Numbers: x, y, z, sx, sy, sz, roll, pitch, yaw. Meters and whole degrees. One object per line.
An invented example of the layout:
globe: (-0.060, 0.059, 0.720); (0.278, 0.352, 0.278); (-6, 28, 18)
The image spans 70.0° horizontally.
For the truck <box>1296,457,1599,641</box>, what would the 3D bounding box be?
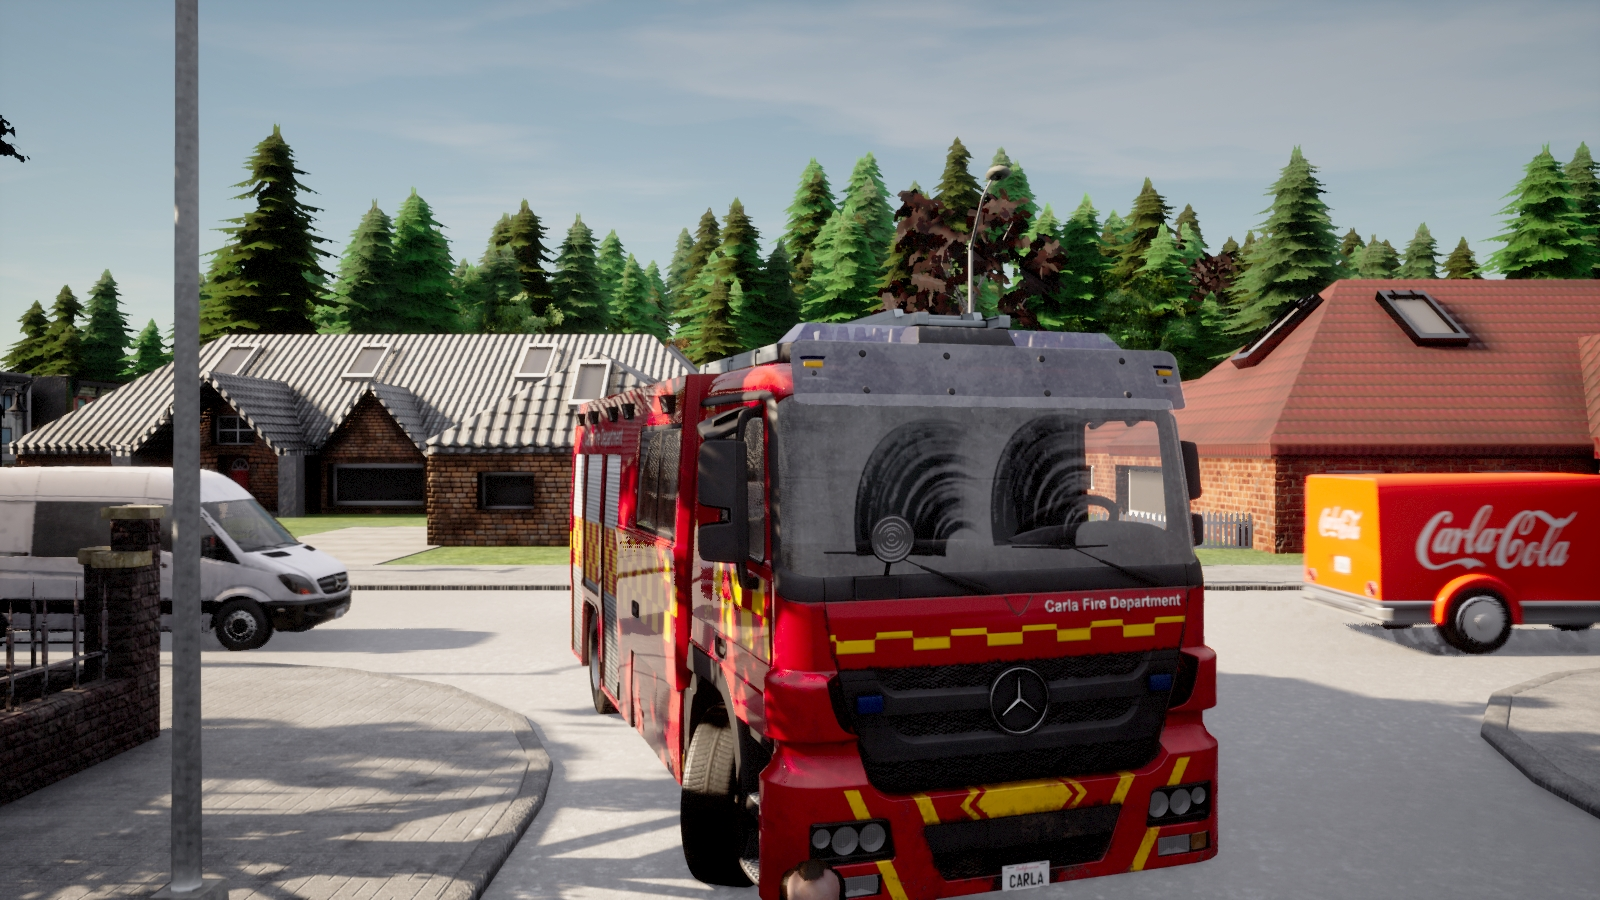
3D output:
truck: (10.465, 1.349, 16.779); (5.204, 2.467, 2.627); (0, 0, 0)

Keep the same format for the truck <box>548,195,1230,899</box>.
truck: (-0.279, 0.670, 10.050); (2.891, 3.827, 8.468); (0, 0, -19)

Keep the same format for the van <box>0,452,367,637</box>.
van: (-9.718, 1.315, 16.848); (5.915, 2.561, 1.988); (0, 0, 0)
